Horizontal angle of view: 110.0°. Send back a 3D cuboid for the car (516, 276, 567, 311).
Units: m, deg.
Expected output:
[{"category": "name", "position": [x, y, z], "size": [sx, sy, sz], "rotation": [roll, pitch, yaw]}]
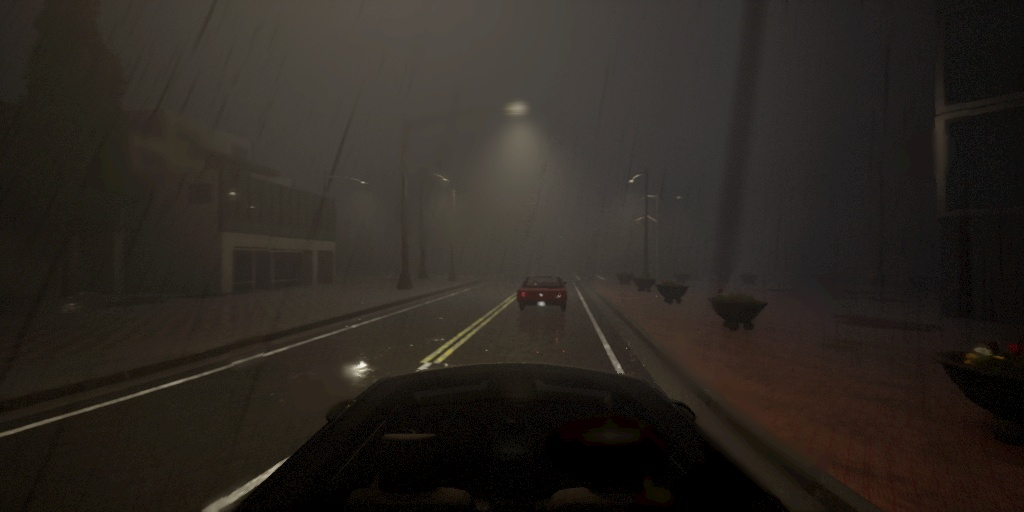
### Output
[{"category": "car", "position": [1.391, 1.482, 15.400], "size": [1.895, 1.301, 4.718], "rotation": [0, 0, 8]}]
